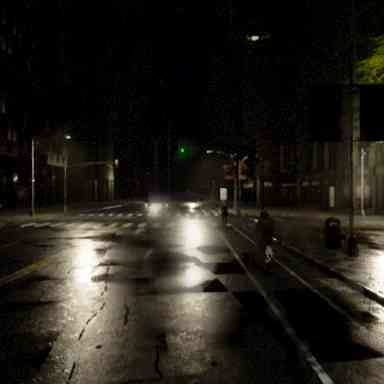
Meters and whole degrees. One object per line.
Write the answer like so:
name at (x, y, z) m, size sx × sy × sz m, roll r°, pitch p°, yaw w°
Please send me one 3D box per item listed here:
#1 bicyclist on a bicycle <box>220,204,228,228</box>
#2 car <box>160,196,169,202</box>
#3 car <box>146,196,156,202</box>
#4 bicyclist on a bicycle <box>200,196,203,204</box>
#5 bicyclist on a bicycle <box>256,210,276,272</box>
bicyclist on a bicycle at (2.236, 1.621, 22.830) m, size 0.582 × 1.620 × 1.656 m, roll 0°, pitch -1°, yaw 0°
car at (-6.550, 1.657, 78.947) m, size 1.837 × 1.490 × 4.892 m, roll 0°, pitch 0°, yaw 0°
car at (-9.800, 1.682, 78.945) m, size 1.812 × 1.442 × 4.674 m, roll 0°, pitch 0°, yaw 0°
bicyclist on a bicycle at (2.200, 1.904, 77.585) m, size 0.659 × 1.776 × 1.843 m, roll 0°, pitch 0°, yaw 0°
bicyclist on a bicycle at (2.235, 1.444, 10.230) m, size 0.659 × 1.776 × 1.843 m, roll 0°, pitch 0°, yaw 0°
